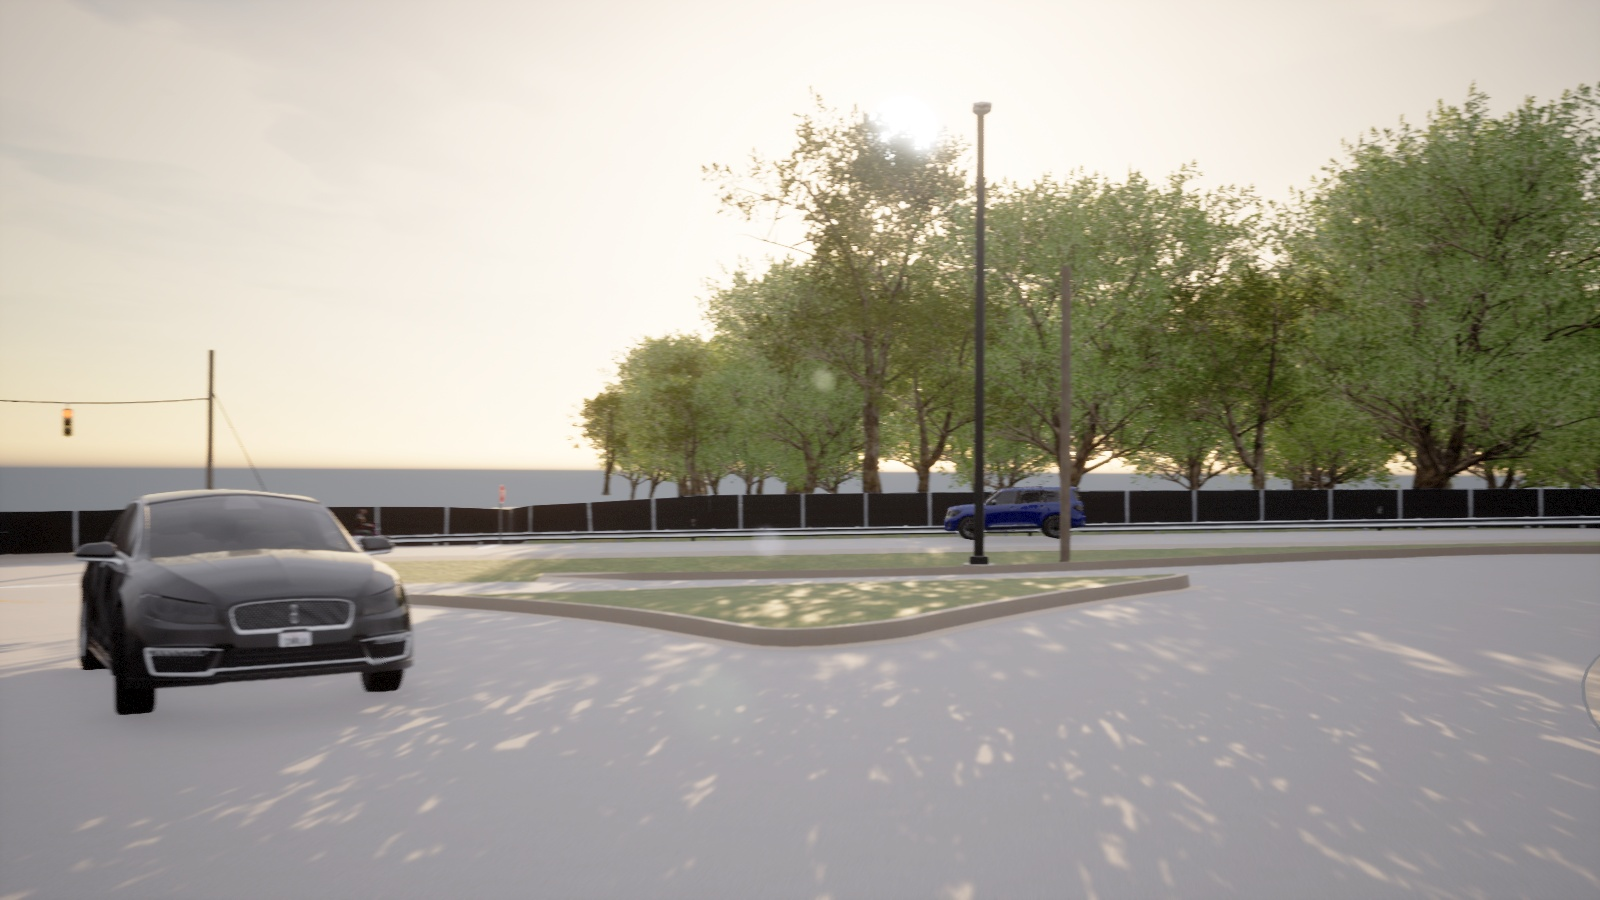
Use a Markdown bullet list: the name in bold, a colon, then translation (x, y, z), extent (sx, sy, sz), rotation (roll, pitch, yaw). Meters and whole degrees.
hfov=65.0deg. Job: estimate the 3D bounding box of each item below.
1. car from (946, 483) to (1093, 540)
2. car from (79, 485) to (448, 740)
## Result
- **car**: translation (8.650, 2.422, 49.955), extent (5.566, 2.045, 2.150), rotation (-2, -1, 7)
- **car**: translation (-4.487, 1.110, 9.982), extent (1.837, 1.490, 4.892), rotation (1, -4, -33)
